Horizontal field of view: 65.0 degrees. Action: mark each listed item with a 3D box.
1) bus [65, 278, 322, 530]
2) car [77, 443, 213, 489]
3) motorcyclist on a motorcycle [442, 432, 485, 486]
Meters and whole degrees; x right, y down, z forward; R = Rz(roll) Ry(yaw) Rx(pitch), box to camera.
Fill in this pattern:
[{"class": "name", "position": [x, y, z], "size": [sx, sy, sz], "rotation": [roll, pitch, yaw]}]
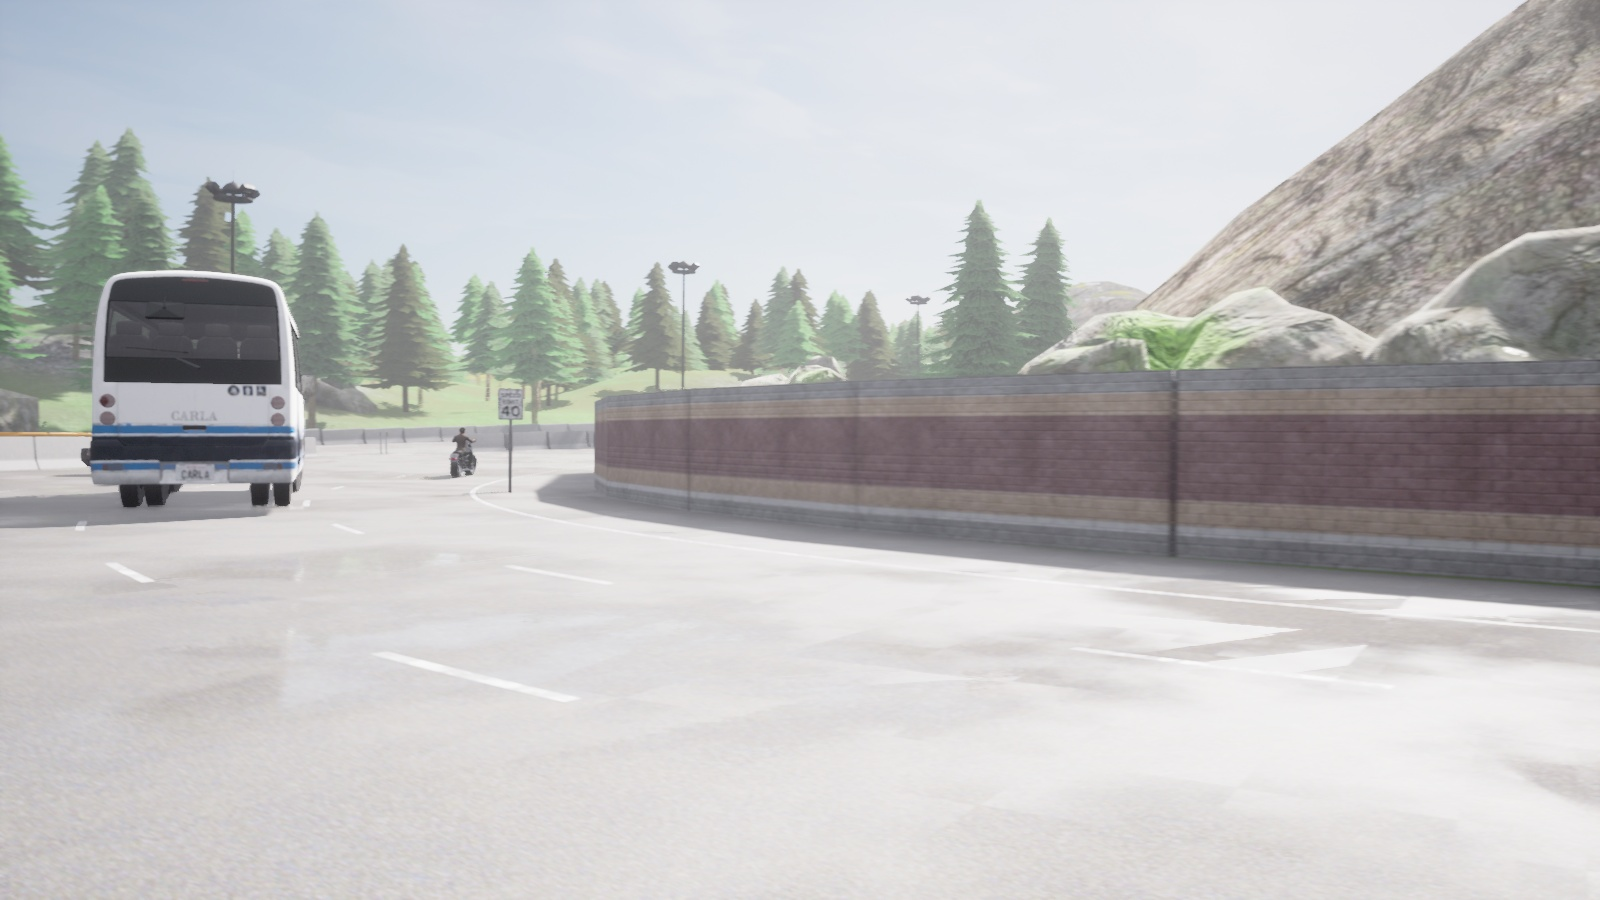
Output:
[{"class": "bus", "position": [-12.361, -0.848, 26.765], "size": [3.944, 4.253, 10.273], "rotation": [-1, 1, -21]}, {"class": "car", "position": [-21.350, 0.479, 41.173], "size": [1.895, 1.301, 4.718], "rotation": [-1, 1, 1]}, {"class": "motorcyclist on a motorcycle", "position": [-10.834, 0.261, 40.485], "size": [0.766, 1.649, 2.350], "rotation": [0, 1, 0]}]
